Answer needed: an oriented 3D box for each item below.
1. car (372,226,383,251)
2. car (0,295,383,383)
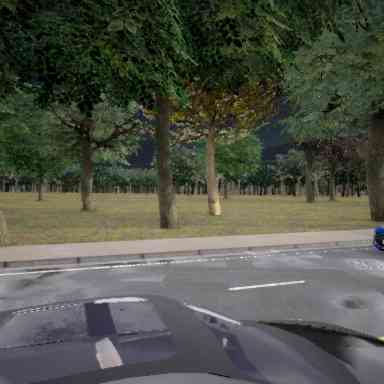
[{"bbox_3d":[9.095,1.478,12.360,5.008,1.535,1.882,0,0,-19],"label":"car"},{"bbox_3d":[-0.277,1.492,2.008,4.902,1.511,2.128,0,0,-19],"label":"car"}]
